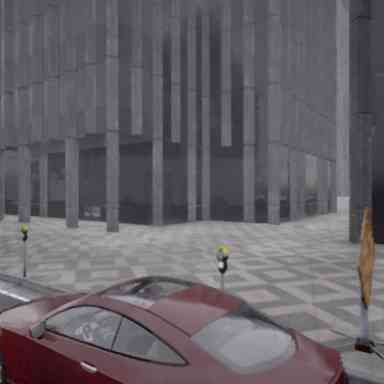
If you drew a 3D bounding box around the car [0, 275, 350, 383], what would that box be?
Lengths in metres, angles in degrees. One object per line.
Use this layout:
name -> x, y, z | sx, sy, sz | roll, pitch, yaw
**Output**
car -> -0.595, 1.586, 3.505 | 4.206, 1.307, 1.802 | 0, 0, 35
